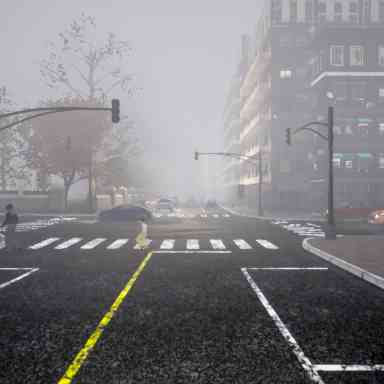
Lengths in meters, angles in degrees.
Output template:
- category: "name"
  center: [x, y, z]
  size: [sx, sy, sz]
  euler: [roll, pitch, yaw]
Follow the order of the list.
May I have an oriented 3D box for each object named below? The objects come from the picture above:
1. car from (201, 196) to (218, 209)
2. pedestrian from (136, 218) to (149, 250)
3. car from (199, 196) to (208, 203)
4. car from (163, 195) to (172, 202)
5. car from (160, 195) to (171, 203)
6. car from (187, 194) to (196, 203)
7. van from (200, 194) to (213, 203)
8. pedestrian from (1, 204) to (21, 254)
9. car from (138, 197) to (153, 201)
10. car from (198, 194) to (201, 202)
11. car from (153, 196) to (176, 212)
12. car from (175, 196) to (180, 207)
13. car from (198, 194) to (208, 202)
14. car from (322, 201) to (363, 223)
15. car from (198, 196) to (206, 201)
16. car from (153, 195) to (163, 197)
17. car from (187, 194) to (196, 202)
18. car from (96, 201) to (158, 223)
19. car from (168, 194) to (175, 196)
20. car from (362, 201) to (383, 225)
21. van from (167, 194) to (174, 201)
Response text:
- category: "car"
  center: [2.608, 1.574, 45.367]
  size: [1.887, 1.381, 4.507]
  euler: [0, 0, 0]
- category: "pedestrian"
  center: [-1.836, 1.573, 12.799]
  size: [0.375, 1.300, 0.375]
  euler: [0, 0, 0]
- category: "car"
  center: [2.553, 1.619, 73.518]
  size: [1.887, 1.381, 4.507]
  euler: [0, 0, 0]
- category: "car"
  center: [-5.837, 1.526, 79.132]
  size: [1.967, 1.590, 4.097]
  euler: [0, 0, 0]
- category: "car"
  center: [-5.827, 1.515, 73.503]
  size: [1.967, 1.590, 4.097]
  euler: [0, 0, 0]
- category: "car"
  center: [-0.130, 1.612, 68.448]
  size: [2.033, 1.411, 5.357]
  euler: [0, 0, 0]
- category: "van"
  center: [2.597, 1.377, 50.998]
  size: [1.690, 1.788, 3.998]
  euler: [0, 0, 0]
- category: "pedestrian"
  center: [-6.667, 1.296, 12.190]
  size: [0.375, 1.860, 0.375]
  euler: [0, 0, 0]
- category: "car"
  center: [-5.762, 1.589, 39.721]
  size: [1.947, 1.339, 4.313]
  euler: [0, 0, 0]
- category: "car"
  center: [2.575, 1.494, 62.258]
  size: [1.967, 1.590, 4.097]
  euler: [0, 0, 0]
- category: "car"
  center: [-3.167, 1.548, 39.128]
  size: [1.812, 1.442, 4.674]
  euler: [0, 0, 0]
- category: "car"
  center: [-3.185, 1.635, 49.051]
  size: [1.895, 1.301, 4.718]
  euler: [0, 0, 0]
- category: "car"
  center: [2.543, 1.401, 79.148]
  size: [2.192, 1.841, 5.009]
  euler: [0, 0, 0]
- category: "car"
  center: [13.415, 1.609, 27.435]
  size: [5.009, 1.841, 2.192]
  euler: [1, -1, -1]
- category: "car"
  center: [2.531, 1.649, 84.779]
  size: [2.008, 1.369, 4.403]
  euler: [0, 0, 0]
- category: "car"
  center: [-5.783, 1.561, 50.812]
  size: [1.752, 1.417, 4.829]
  euler: [0, 0, 0]
- category: "car"
  center: [-0.148, 1.318, 78.837]
  size: [2.097, 1.767, 4.553]
  euler: [0, 0, 0]
- category: "car"
  center: [-4.889, 1.552, 24.612]
  size: [4.181, 1.385, 1.994]
  euler: [1, 0, -1]
- category: "car"
  center: [-3.189, 1.555, 59.539]
  size: [1.837, 1.490, 4.892]
  euler: [0, 0, 0]
- category: "car"
  center: [15.715, 1.677, 24.853]
  size: [4.553, 1.767, 2.097]
  euler: [1, 0, -1]
- category: "van"
  center: [-5.860, 1.453, 90.393]
  size: [1.690, 1.788, 3.998]
  euler: [0, 0, 0]
